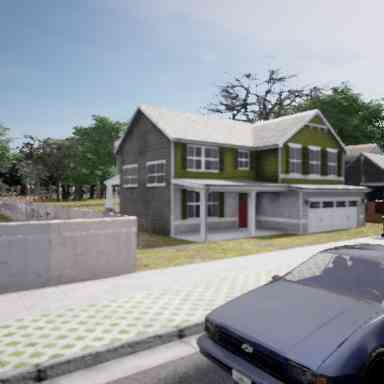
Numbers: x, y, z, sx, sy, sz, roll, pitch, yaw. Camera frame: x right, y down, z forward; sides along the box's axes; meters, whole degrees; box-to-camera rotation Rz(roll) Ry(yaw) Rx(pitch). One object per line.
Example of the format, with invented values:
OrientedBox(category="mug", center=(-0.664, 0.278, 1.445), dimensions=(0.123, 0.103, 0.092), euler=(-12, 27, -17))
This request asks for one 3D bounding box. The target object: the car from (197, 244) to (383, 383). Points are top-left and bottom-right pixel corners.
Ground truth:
OrientedBox(category="car", center=(2.682, 1.554, 4.987), dimensions=(5.357, 1.411, 2.033), euler=(0, 0, -36))
